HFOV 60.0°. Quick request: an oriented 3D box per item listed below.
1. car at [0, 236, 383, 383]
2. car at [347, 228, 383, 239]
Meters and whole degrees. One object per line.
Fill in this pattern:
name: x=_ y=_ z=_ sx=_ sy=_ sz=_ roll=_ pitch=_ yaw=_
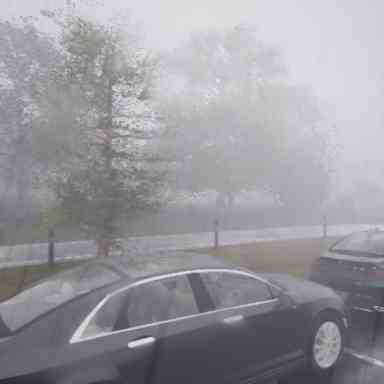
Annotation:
car: x=-0.104 y=1.481 z=3.955 sx=4.892 sy=1.521 sz=2.231 roll=0 pitch=-3 yaw=-33
car: x=4.568 y=1.495 z=7.028 sx=4.892 sy=1.521 sz=2.231 roll=0 pitch=-3 yaw=-33
